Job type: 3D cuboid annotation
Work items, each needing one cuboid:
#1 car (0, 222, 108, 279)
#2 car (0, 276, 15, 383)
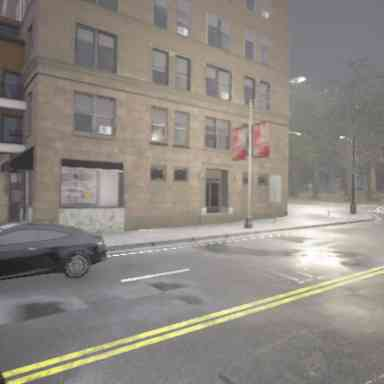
[{"bbox_3d":[-4.508,1.518,8.451,4.674,1.442,1.812,0,0,-35],"label":"car"},{"bbox_3d":[-2.950,1.575,1.334,4.181,1.385,1.994,0,0,-36],"label":"car"}]
